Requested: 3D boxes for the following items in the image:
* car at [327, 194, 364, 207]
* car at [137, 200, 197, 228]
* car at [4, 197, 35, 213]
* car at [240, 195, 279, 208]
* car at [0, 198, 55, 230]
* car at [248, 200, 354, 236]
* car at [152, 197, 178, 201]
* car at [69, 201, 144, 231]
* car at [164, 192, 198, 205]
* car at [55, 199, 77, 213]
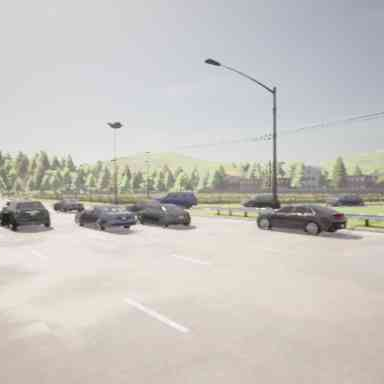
[{"bbox_3d":[19.265,1.039,42.019,4.553,1.767,2.097,0,0,-14],"label":"car"},{"bbox_3d":[-1.921,1.461,21.450,1.994,1.385,4.181,-1,0,-39],"label":"car"},{"bbox_3d":[-19.236,1.395,36.974,2.128,1.511,4.902,-1,0,-39],"label":"car"},{"bbox_3d":[8.060,1.107,39.598,4.553,1.767,2.097,0,0,-8],"label":"car"},{"bbox_3d":[-10.566,1.295,20.935,2.097,1.767,4.553,-1,0,-39],"label":"car"},{"bbox_3d":[5.643,1.383,17.768,1.837,1.490,4.892,-1,0,-39],"label":"car"},{"bbox_3d":[-3.895,1.414,29.352,2.033,1.411,5.357,-1,0,-39],"label":"car"},{"bbox_3d":[-5.321,1.469,20.073,2.033,1.411,5.357,-1,0,-39],"label":"car"},{"bbox_3d":[-2.119,1.028,39.471,5.566,2.045,2.150,0,0,8],"label":"car"},{"bbox_3d":[-13.114,1.431,35.042,2.033,1.411,5.357,-1,0,-39],"label":"car"}]
